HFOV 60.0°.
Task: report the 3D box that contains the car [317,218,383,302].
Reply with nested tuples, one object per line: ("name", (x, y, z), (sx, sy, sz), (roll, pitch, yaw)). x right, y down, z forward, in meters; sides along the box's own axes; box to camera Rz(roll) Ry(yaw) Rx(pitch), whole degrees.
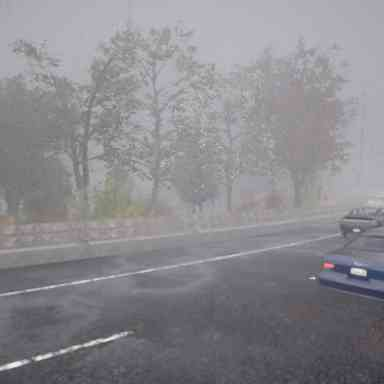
("car", (5.035, 1.550, 7.896), (5.357, 1.411, 2.033), (0, 0, -41))

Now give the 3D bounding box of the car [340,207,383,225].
("car", (9.023, 1.499, 16.497), (4.902, 1.511, 2.128), (0, 0, -45))

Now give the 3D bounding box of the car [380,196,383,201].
("car", (46.516, 1.577, 79.369), (1.994, 1.385, 4.181), (0, 0, 6))
